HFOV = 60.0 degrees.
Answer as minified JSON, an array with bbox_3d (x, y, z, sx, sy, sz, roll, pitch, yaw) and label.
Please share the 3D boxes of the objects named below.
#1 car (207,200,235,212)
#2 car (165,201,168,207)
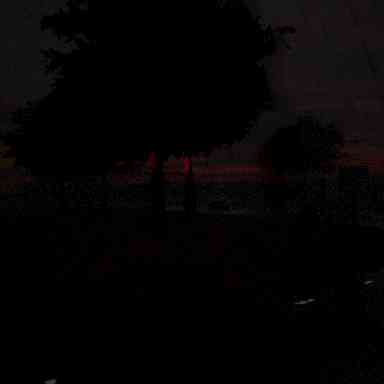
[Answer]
[{"bbox_3d":[3.826,1.839,44.930,1.837,1.490,4.892,-3,1,-31],"label":"car"},{"bbox_3d":[-6.127,2.163,62.498,2.128,1.511,4.902,-3,0,-29],"label":"car"}]
